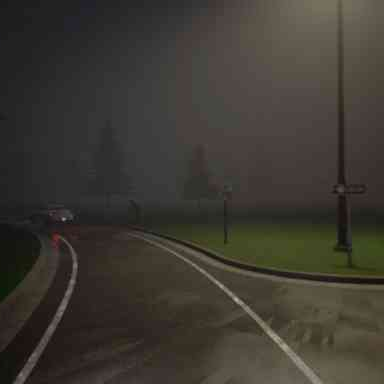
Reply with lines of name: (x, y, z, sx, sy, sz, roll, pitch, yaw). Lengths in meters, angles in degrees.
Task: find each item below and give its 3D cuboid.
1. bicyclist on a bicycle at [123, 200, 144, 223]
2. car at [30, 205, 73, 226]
bicyclist on a bicycle: (-4.123, 1.384, 23.620, 1.656, 1.620, 0.582, -1, 0, -37)
car: (-10.344, 1.654, 24.495, 1.812, 1.442, 4.674, 0, 0, -42)
